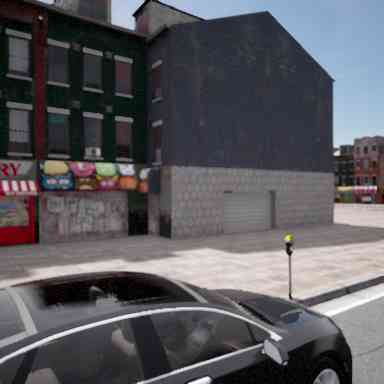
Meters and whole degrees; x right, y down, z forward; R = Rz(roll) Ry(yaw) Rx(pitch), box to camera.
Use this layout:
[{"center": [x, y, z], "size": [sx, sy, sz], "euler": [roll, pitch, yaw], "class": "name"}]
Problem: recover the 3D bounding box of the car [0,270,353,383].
[{"center": [-0.510, 1.506, 2.918], "size": [4.892, 1.490, 1.837], "euler": [0, 0, -36], "class": "car"}]
